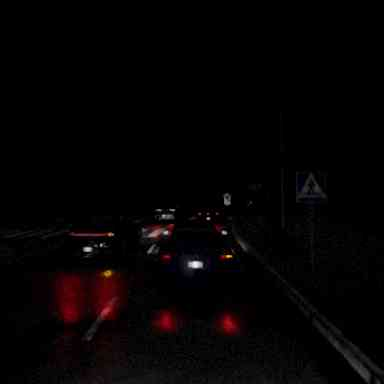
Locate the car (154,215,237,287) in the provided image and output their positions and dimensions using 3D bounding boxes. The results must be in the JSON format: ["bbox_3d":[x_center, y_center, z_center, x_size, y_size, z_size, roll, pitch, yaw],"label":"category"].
[{"bbox_3d":[0.088,1.594,9.441,1.994,1.385,4.181,0,0,0],"label":"car"}]

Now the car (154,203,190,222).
[{"bbox_3d":[-1.489,1.597,26.628,2.128,1.511,4.902,-1,-2,13],"label":"car"}]

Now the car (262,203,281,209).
[{"bbox_3d":[19.968,3.710,83.667,4.553,1.767,2.097,-4,-6,40],"label":"car"}]

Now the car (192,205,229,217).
[{"bbox_3d":[1.671,1.641,25.885,1.895,1.301,4.718,-1,-1,13],"label":"car"}]

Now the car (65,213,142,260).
[{"bbox_3d":[-3.116,1.525,12.516,2.128,1.511,4.902,0,0,1],"label":"car"}]
